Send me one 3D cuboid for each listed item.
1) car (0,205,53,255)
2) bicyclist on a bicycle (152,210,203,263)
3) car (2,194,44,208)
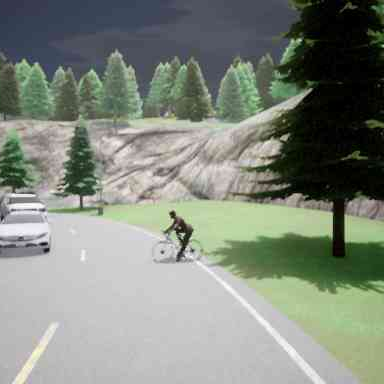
[{"bbox_3d":[-6.661,1.490,13.367,1.812,1.442,4.674,0,0,-22],"label":"car"},{"bbox_3d":[-0.452,1.404,10.489,1.656,1.620,0.582,0,0,-15],"label":"bicyclist on a bicycle"},{"bbox_3d":[-11.624,1.161,22.841,2.150,2.045,5.566,0,0,-36],"label":"car"}]
